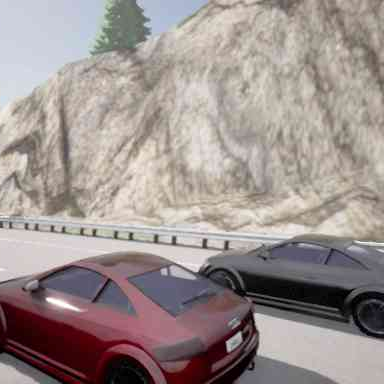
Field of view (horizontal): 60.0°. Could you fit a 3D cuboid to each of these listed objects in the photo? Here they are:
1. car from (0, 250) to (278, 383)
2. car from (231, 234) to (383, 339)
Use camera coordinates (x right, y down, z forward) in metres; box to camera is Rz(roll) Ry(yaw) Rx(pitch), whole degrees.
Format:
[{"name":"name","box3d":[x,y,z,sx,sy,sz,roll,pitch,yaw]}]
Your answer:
[{"name":"car","box3d":[-1.206,1.557,4.660,4.181,1.385,1.994,0,0,34]},{"name":"car","box3d":[2.172,1.549,6.601,4.181,1.385,1.994,0,0,35]}]
